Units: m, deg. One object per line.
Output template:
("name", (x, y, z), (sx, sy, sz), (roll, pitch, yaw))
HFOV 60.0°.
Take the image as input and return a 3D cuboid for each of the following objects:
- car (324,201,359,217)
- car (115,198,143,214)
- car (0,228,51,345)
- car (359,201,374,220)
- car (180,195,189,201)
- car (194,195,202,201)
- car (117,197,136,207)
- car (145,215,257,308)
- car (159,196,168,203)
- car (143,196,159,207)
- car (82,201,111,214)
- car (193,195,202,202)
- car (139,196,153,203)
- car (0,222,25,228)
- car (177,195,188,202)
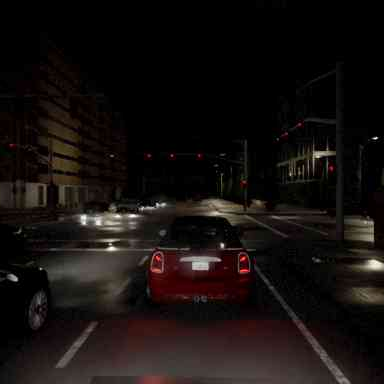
("car", (14.506, 1.545, 30.020), (4.902, 1.511, 2.128), (0, 0, 1))
("car", (-6.748, 1.539, 35.268), (1.812, 1.442, 4.674), (0, 0, 0))
("car", (-3.396, 1.491, 3.880), (2.128, 1.511, 4.902), (0, 0, 1))
("car", (16.693, 1.601, 26.473), (5.357, 1.411, 2.033), (0, 0, 1))
("car", (-1.956, 1.535, 83.937), (2.033, 1.411, 5.357), (0, 0, 2))
("car", (1.547, 1.473, 83.984), (1.882, 1.535, 5.008), (0, 0, 2))
("car", (-10.024, 1.561, 50.896), (1.994, 1.385, 4.181), (0, 0, 2))
("car", (0.220, 1.352, 8.109), (2.097, 1.767, 4.553), (0, 0, 2))
("car", (-6.000, 1.489, 66.490), (2.128, 1.511, 4.902), (0, 0, 2))
("car", (-6.554, 1.561, 49.700), (1.994, 1.385, 4.181), (0, 0, 1))
("car", (-10.248, 1.610, 35.850), (1.895, 1.301, 4.718), (0, 0, 0))
("car", (1.246, 1.474, 73.830), (1.882, 1.535, 5.008), (0, 0, 2))
("car", (-9.422, 1.597, 68.459), (1.895, 1.301, 4.718), (0, 0, 2))
("car", (-6.956, 1.546, 9.881), (2.033, 1.411, 5.357), (0, 0, 1))
("car", (-2.253, 1.520, 73.850), (2.128, 1.511, 4.902), (0, 0, 2))
